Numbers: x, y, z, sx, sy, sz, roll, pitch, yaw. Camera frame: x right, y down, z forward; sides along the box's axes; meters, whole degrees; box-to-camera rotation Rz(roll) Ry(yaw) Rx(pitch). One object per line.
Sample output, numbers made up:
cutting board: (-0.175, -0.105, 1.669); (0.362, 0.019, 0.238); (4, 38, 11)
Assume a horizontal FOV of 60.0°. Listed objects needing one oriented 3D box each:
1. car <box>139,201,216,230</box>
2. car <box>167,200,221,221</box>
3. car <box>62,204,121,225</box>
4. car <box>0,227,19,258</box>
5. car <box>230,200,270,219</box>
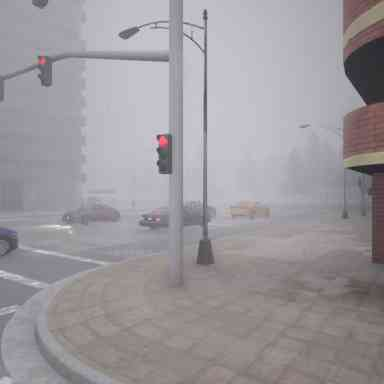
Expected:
car: (-0.886, 1.547, 20.605); (2.033, 1.411, 5.357); (0, 0, 36)
car: (0.253, 1.491, 28.178); (2.128, 1.511, 4.902); (0, 0, 36)
car: (-7.213, 1.564, 24.111); (1.994, 1.385, 4.181); (0, 0, 36)
car: (-8.160, 1.478, 10.504); (1.882, 1.535, 5.008); (0, 0, 36)
car: (5.130, 1.478, 28.961); (1.882, 1.535, 5.008); (0, 0, 36)
